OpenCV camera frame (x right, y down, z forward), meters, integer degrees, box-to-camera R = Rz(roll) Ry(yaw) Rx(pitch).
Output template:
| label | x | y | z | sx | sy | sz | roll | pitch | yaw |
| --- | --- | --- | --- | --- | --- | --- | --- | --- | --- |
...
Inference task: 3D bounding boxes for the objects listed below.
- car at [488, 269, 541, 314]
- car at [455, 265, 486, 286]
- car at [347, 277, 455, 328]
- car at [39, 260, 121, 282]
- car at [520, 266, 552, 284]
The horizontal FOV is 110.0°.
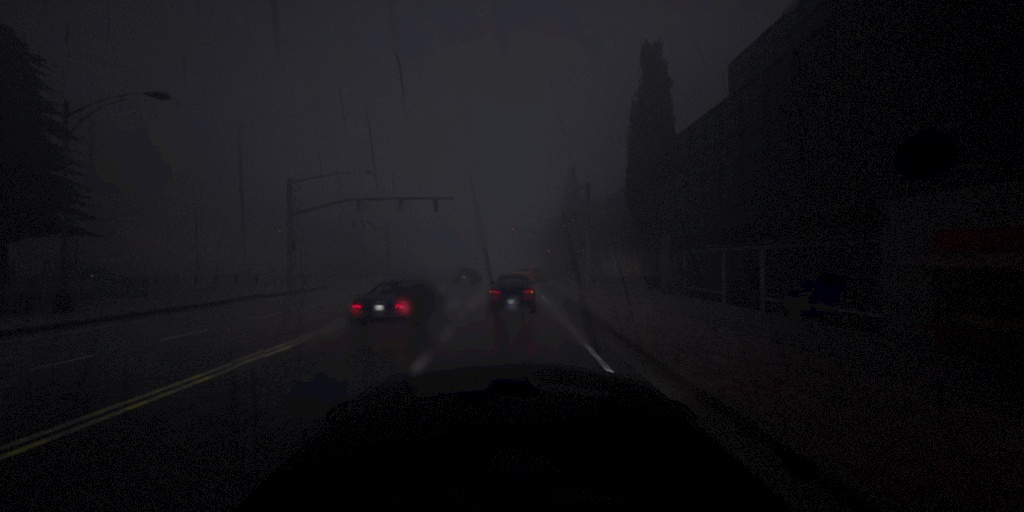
| label | x | y | z | sx | sy | sz | roll | pitch | yaw |
| --- | --- | --- | --- | --- | --- | --- | --- | --- | --- |
| car | 0.047 | 1.458 | 14.753 | 1.812 | 1.442 | 4.674 | 0 | -1 | 1 |
| car | -3.519 | 1.701 | 29.249 | 1.994 | 1.385 | 4.181 | 0 | -1 | 0 |
| car | -3.482 | 1.441 | 11.940 | 2.033 | 1.411 | 5.357 | 0 | -1 | 0 |
| car | -42.469 | 1.439 | 35.058 | 5.566 | 2.045 | 2.150 | 0 | -1 | 0 |
| car | 1.678 | 1.622 | 29.921 | 1.882 | 1.535 | 5.008 | -2 | -1 | 28 |
